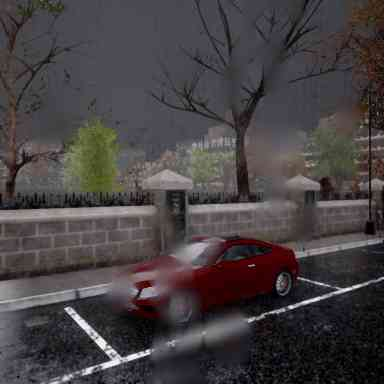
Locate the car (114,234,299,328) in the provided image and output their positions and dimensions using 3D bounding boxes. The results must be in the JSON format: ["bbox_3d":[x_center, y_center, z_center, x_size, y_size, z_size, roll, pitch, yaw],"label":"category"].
[{"bbox_3d":[0.505,1.581,6.929,4.206,1.307,1.802,0,0,-36],"label":"car"}]

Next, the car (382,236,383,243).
[{"bbox_3d":[9.372,1.525,13.267,4.829,1.417,1.752,0,0,-36],"label":"car"}]
